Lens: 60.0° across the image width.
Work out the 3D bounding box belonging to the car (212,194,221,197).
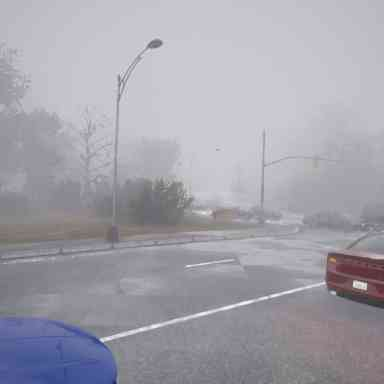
[{"bbox_3d":[5.870,1.112,79.193,2.033,1.411,5.357,2,2,-1],"label":"car"}]

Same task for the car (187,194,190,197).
[{"bbox_3d":[-0.208,1.235,68.295,1.837,1.490,4.892,2,2,-8],"label":"car"}]

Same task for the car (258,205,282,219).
[{"bbox_3d":[8.105,2.219,37.398,1.837,1.490,4.892,3,-1,-22],"label":"car"}]

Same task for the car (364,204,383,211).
[{"bbox_3d":[14.880,1.900,23.669,2.150,2.045,5.566,3,-1,-29],"label":"car"}]

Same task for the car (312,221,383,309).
[{"bbox_3d":[5.016,1.556,7.364,5.008,1.535,1.882,1,-1,-35],"label":"car"}]

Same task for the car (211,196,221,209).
[{"bbox_3d":[3.297,1.935,51.224,1.837,1.490,4.892,2,1,-15],"label":"car"}]

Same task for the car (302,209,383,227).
[{"bbox_3d":[10.563,2.088,24.224,2.033,1.411,5.357,3,-2,-28],"label":"car"}]

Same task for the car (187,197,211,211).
[{"bbox_3d":[0.492,1.892,48.203,2.033,1.411,5.357,2,1,-17],"label":"car"}]

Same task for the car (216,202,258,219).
[{"bbox_3d":[4.807,2.164,36.207,1.895,1.301,4.718,3,-1,-22],"label":"car"}]

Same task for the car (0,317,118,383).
[{"bbox_3d":[-2.839,1.478,1.717,5.008,1.535,1.882,0,0,-36],"label":"car"}]
